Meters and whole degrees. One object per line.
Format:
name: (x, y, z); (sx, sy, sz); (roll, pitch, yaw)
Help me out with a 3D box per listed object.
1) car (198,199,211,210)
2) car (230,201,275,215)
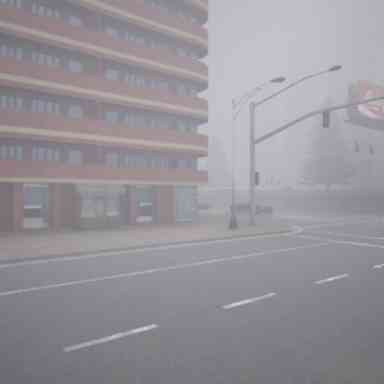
car: (0.168, 1.560, 42.454); (2.033, 1.411, 5.357); (0, 0, -36)
car: (6.160, 1.613, 34.186); (1.895, 1.301, 4.718); (0, 0, -36)
